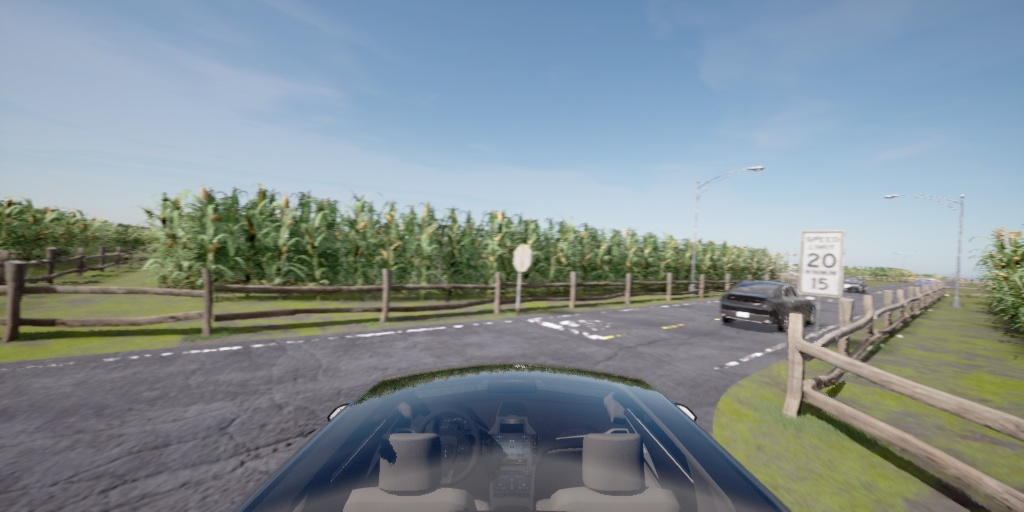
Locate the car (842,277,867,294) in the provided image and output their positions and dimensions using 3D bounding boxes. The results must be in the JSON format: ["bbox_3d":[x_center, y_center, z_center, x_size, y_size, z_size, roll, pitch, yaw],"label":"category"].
[{"bbox_3d":[33.022,2.776,34.958,4.902,1.511,2.128,3,0,-38],"label":"car"}]

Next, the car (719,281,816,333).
[{"bbox_3d":[9.105,1.669,12.669,4.892,1.490,1.837,3,0,-38],"label":"car"}]
